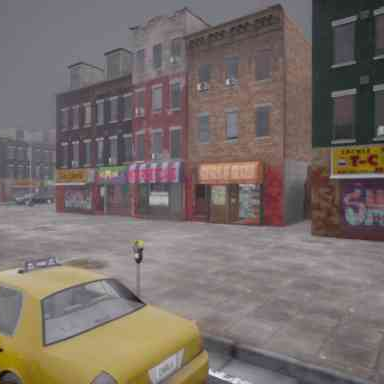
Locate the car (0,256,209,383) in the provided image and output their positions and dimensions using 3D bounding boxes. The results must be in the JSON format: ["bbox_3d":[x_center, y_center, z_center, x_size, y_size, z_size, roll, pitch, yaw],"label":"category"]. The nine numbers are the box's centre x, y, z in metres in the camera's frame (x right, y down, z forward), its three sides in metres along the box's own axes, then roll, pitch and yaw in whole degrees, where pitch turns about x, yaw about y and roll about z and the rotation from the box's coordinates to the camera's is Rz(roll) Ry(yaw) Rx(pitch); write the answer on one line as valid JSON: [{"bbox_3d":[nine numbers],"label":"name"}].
[{"bbox_3d":[-2.107,1.525,4.301,4.829,1.417,1.752,0,0,35],"label":"car"}]

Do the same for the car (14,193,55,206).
[{"bbox_3d":[-20.065,0.878,42.495,1.837,1.490,4.892,0,2,35],"label":"car"}]
